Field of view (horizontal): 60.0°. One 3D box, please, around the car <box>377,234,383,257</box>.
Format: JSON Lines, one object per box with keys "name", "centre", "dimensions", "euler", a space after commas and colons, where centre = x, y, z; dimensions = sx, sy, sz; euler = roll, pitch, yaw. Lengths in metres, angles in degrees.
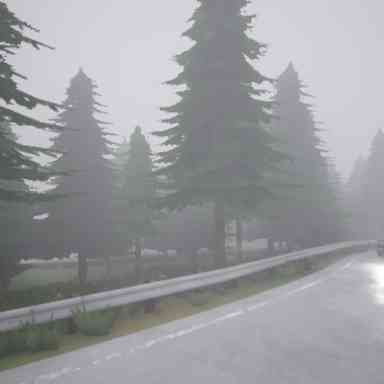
{"name": "car", "centre": [11.061, 2.643, 17.525], "dimensions": [2.128, 1.511, 4.902], "euler": [-1, -5, 37]}
